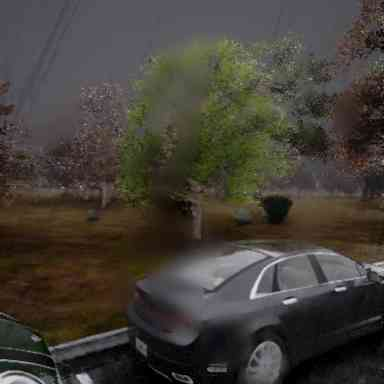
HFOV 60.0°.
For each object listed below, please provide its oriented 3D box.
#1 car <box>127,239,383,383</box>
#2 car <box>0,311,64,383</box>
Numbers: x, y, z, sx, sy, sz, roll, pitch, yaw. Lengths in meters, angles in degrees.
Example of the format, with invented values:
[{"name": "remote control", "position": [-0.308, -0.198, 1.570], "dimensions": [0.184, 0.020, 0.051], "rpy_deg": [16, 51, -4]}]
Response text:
[{"name": "car", "position": [1.448, 1.481, 5.103], "dimensions": [4.892, 1.521, 2.231], "rpy_deg": [0, 0, -33]}, {"name": "car", "position": [-3.098, 1.354, 1.840], "dimensions": [4.553, 1.767, 2.185], "rpy_deg": [0, 0, -33]}]
